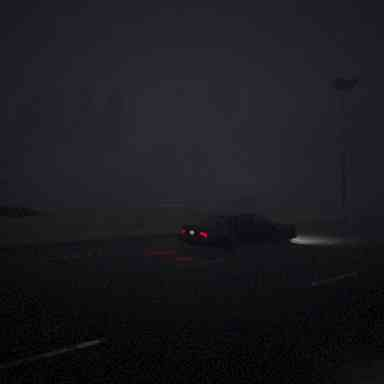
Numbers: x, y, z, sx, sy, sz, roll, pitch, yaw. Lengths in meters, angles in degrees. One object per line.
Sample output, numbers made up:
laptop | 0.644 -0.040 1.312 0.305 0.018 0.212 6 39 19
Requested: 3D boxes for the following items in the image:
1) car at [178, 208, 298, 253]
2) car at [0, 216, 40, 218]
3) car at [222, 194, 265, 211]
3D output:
car | 2.049 1.564 13.804 5.357 1.411 2.033 0 0 -35
car | -10.407 1.510 18.056 4.892 1.490 1.837 0 0 -35
car | 6.696 1.273 43.119 5.566 2.045 2.150 0 0 -35
